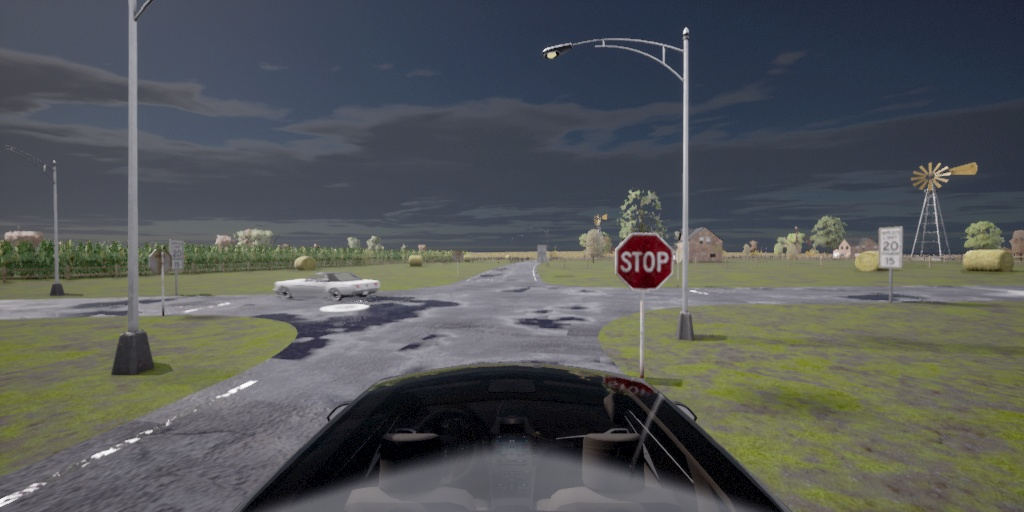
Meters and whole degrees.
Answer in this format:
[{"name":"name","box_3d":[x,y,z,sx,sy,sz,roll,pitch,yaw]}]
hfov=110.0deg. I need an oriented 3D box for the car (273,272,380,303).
[{"name":"car","box_3d":[-8.834,1.407,17.018,4.718,1.301,1.895,0,0,17]}]
